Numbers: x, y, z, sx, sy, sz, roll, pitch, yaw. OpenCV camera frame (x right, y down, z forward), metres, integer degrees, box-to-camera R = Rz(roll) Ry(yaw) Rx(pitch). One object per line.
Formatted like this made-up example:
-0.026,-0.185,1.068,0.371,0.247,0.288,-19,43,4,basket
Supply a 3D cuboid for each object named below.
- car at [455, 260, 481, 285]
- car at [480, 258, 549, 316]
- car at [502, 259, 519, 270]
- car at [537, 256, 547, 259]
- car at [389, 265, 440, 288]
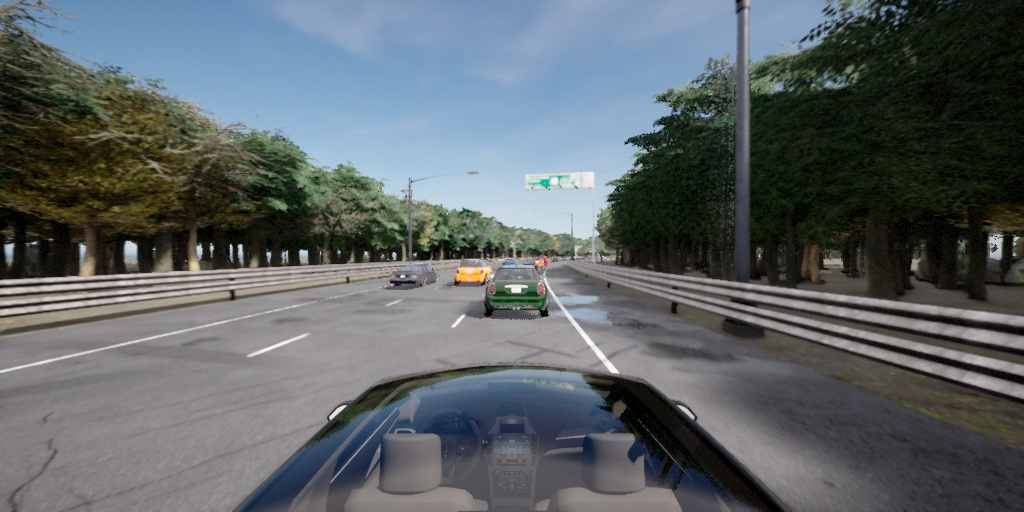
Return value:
-2.646,1.097,25.645,2.097,1.767,4.553,0,0,3,car
0.204,1.104,13.498,2.097,1.767,4.553,0,0,2,car
-0.150,1.216,53.424,1.882,1.535,5.008,0,0,7,car
4.305,1.094,60.774,2.097,1.767,4.553,0,0,8,car
-6.352,1.269,23.890,2.033,1.411,5.357,1,0,4,car
